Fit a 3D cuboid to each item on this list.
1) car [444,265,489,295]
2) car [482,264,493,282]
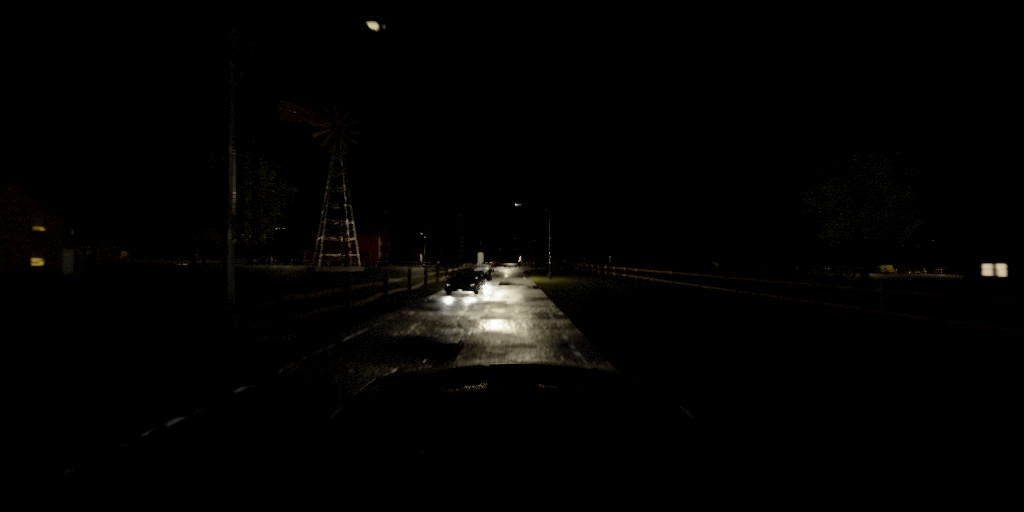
[{"bbox_3d":[-2.756,1.482,21.785,2.033,1.411,5.357,0,-1,0],"label":"car"},{"bbox_3d":[-2.761,1.528,32.604,2.128,1.511,4.902,0,-1,0],"label":"car"}]
